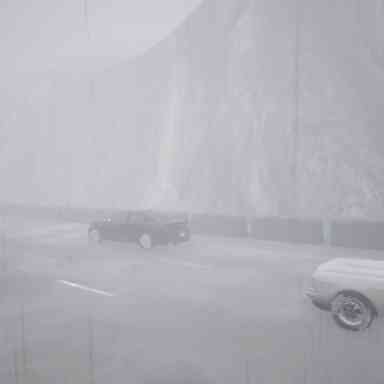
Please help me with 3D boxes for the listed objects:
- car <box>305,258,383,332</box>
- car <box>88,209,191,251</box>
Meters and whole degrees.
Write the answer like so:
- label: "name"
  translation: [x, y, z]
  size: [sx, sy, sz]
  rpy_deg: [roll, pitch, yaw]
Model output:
- label: "car"
  translation: [4.330, 1.606, 5.197]
  size: [4.718, 1.301, 1.895]
  rpy_deg: [0, 0, 36]
- label: "car"
  translation: [-2.380, 1.484, 14.303]
  size: [5.008, 1.535, 1.882]
  rpy_deg: [0, 0, 36]
